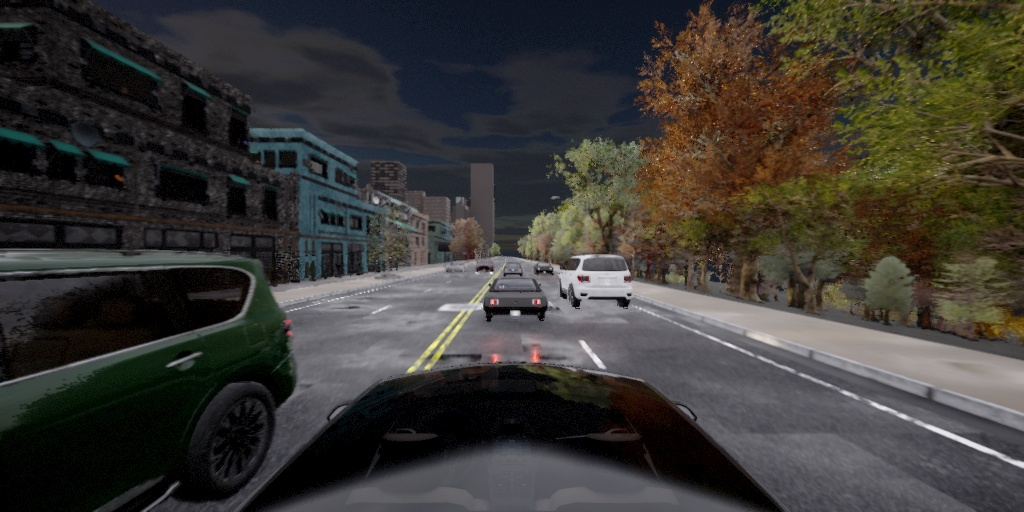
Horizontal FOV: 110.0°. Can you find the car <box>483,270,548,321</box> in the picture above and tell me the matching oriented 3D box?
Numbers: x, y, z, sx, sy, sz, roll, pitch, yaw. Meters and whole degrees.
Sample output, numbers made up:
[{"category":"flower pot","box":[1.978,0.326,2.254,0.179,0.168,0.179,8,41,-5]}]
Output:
[{"category":"car","box":[0.099,1.354,12.534,1.895,1.301,4.718,0,0,0]}]

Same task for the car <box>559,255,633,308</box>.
[{"category":"car","box":[3.349,0.975,15.285,2.150,2.045,5.566,0,0,0]}]

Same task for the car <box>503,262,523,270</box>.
[{"category":"car","box":[0.097,1.306,34.174,2.033,1.411,5.357,0,0,0]}]

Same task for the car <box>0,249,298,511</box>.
[{"category":"car","box":[-3.351,0.972,1.524,2.150,2.045,5.566,0,0,0]}]

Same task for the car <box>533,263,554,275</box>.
[{"category":"car","box":[3.344,1.360,38.950,1.895,1.301,4.718,0,0,0]}]

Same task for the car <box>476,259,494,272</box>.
[{"category":"car","box":[-3.340,1.112,45.019,2.097,1.767,4.553,0,0,0]}]

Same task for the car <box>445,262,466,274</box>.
[{"category":"car","box":[-6.596,1.361,42.325,1.895,1.301,4.718,0,0,0]}]
